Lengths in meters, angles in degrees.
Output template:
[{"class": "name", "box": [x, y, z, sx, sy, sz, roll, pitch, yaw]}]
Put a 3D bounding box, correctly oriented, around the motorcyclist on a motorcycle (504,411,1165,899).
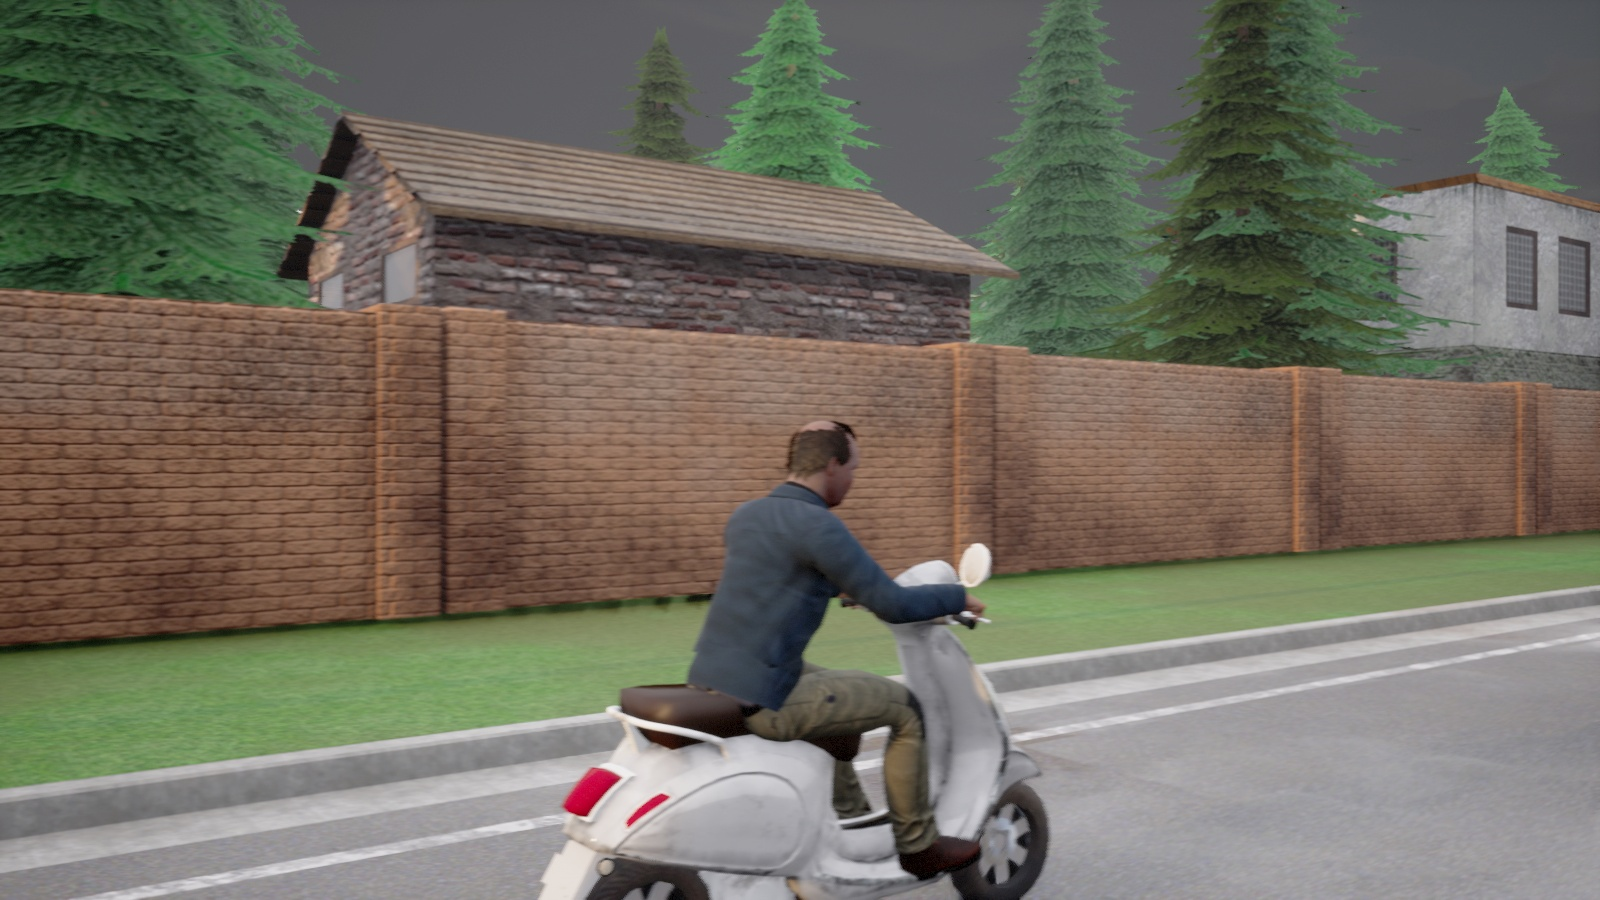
[{"class": "motorcyclist on a motorcycle", "box": [0.146, 0.707, 3.761, 1.817, 1.590, 0.866, 0, 0, -35]}]
